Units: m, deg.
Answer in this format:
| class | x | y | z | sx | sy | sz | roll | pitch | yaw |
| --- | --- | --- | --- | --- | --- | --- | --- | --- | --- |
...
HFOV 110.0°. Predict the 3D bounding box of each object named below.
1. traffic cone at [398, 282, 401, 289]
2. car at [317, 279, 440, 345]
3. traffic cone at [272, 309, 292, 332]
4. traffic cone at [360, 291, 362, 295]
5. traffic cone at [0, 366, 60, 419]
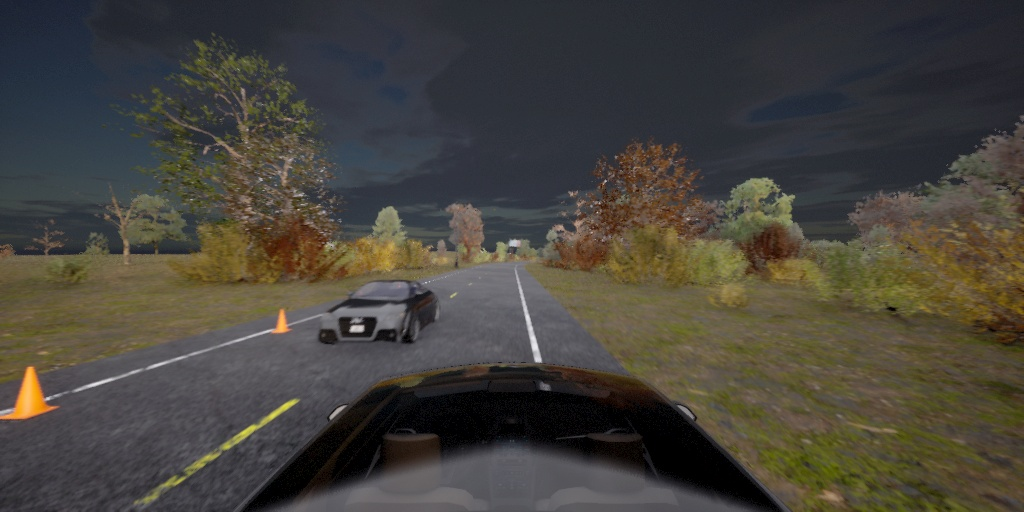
| class | x | y | z | sx | sy | sz | roll | pitch | yaw |
| --- | --- | --- | --- | --- | --- | --- | --- | --- | --- |
| traffic cone | -6.138 | 1.721 | 19.582 | 0.340 | 0.580 | 0.340 | 0 | 0 | 0 |
| car | -3.198 | 1.319 | 9.407 | 1.994 | 1.385 | 4.181 | 0 | 0 | 0 |
| traffic cone | -6.145 | 1.712 | 9.580 | 0.340 | 0.580 | 0.340 | 0 | 0 | 0 |
| traffic cone | -6.142 | 1.716 | 14.581 | 0.340 | 0.580 | 0.340 | 0 | 0 | 0 |
| traffic cone | -6.149 | 1.710 | 4.580 | 0.340 | 0.580 | 0.340 | 0 | 0 | 0 |
